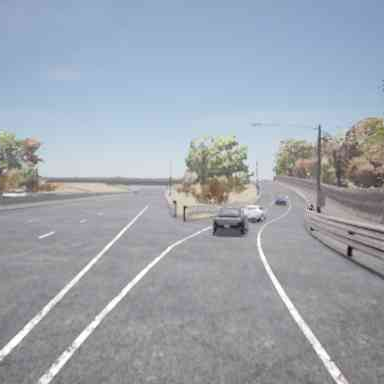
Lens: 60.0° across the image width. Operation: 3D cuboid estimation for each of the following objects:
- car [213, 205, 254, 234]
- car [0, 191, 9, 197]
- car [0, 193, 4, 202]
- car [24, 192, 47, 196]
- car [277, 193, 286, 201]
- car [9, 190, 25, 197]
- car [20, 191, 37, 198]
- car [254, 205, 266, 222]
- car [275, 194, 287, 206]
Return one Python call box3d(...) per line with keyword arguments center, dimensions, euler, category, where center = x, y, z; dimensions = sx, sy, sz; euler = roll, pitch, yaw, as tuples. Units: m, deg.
box3d(center=(2.507, 1.718, 20.737), dimensions=(2.128, 1.511, 4.902), euler=(1, -1, 14), category="car")
box3d(center=(-25.080, 0.907, 41.100), dimensions=(2.097, 1.767, 4.553), euler=(1, 0, -4), category="car")
box3d(center=(-33.255, 0.921, 54.996), dimensions=(1.837, 1.490, 4.892), euler=(1, 0, -4), category="car")
box3d(center=(-26.424, 0.836, 57.269), dimensions=(2.097, 1.767, 4.553), euler=(1, 0, -4), category="car")
box3d(center=(19.684, 1.125, 73.580), dimensions=(1.812, 1.442, 4.674), euler=(1, 4, 14), category="car")
box3d(center=(-29.808, 0.671, 55.847), dimensions=(2.150, 2.045, 5.566), euler=(1, 1, -5), category="car")
box3d(center=(-34.567, 0.521, 70.467), dimensions=(1.994, 1.385, 4.181), euler=(1, 0, -5), category="car")
box3d(center=(5.798, 1.978, 31.337), dimensions=(1.812, 1.442, 4.674), euler=(1, -1, 20), category="car")
box3d(center=(16.999, 1.571, 63.809), dimensions=(2.097, 1.767, 4.553), euler=(1, 3, 16), category="car")
